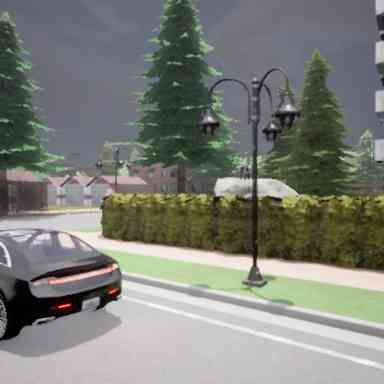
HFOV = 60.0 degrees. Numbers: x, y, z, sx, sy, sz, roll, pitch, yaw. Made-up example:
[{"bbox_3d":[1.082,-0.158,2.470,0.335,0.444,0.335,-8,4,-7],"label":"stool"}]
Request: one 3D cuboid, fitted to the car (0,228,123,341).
[{"bbox_3d":[-3.450,1.474,6.541,4.902,1.511,2.128,0,0,38],"label":"car"}]
